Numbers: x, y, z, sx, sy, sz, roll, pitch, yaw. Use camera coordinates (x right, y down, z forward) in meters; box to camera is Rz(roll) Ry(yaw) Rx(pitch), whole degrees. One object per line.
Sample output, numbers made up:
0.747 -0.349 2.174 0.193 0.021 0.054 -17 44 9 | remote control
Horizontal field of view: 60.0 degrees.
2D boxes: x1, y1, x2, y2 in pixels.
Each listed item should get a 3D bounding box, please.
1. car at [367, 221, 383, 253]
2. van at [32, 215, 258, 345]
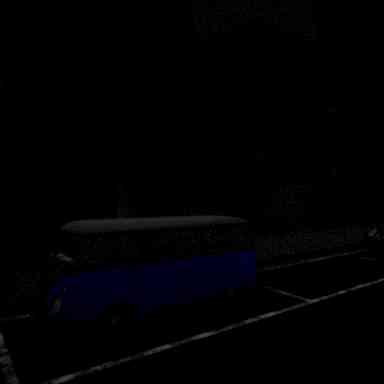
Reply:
8.352 1.474 12.487 4.097 1.590 1.967 0 0 -35 | car
-0.607 1.349 6.100 3.998 1.788 1.690 0 0 -35 | van
